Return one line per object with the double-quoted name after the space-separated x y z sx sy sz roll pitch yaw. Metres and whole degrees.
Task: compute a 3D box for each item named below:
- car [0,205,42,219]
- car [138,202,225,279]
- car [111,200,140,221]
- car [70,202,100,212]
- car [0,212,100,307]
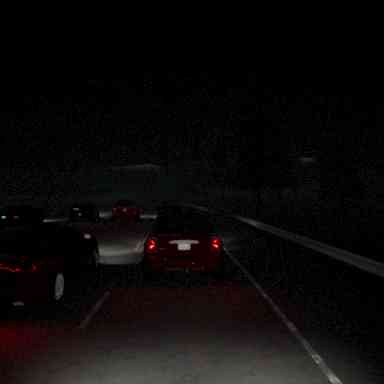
-11.876 1.610 23.043 2.033 1.411 5.357 0 0 -7 "car"
-0.298 1.370 10.280 2.097 1.767 4.553 0 0 -3 "car"
-5.493 1.410 27.927 2.097 1.767 4.553 0 0 -7 "car"
-9.100 1.558 28.434 2.128 1.511 4.902 0 0 -8 "car"
-3.677 1.499 8.102 1.882 1.535 5.008 0 0 -2 "car"
